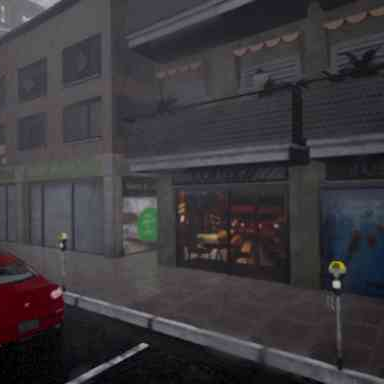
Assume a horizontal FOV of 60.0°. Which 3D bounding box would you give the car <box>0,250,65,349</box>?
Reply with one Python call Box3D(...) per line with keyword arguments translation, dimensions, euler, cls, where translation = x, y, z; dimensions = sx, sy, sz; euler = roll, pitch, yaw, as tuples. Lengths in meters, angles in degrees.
Box3D(translation=(-3.852, 1.641, 5.625), dimensions=(4.206, 1.307, 1.802), euler=(-1, -1, 35), cls="car")
